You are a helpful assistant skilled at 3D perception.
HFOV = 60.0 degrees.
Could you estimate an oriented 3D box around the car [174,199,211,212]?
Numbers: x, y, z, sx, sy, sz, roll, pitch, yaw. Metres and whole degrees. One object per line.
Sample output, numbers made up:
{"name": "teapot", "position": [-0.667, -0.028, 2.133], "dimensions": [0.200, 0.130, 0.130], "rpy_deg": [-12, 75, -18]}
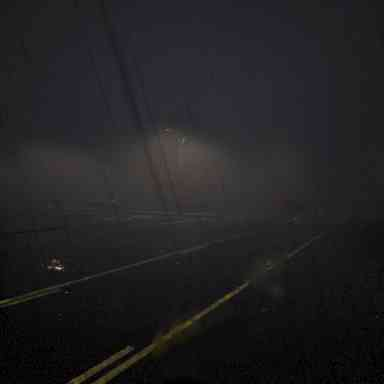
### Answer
{"name": "car", "position": [0.069, 1.649, 41.610], "dimensions": [4.902, 1.511, 2.128], "rpy_deg": [0, 0, 32]}

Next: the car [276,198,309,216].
{"name": "car", "position": [11.132, 1.770, 36.613], "dimensions": [1.837, 1.490, 4.892], "rpy_deg": [1, 0, 30]}

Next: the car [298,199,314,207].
{"name": "car", "position": [20.830, 1.979, 60.747], "dimensions": [1.812, 1.442, 4.674], "rpy_deg": [1, 0, 30]}

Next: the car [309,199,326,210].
{"name": "car", "position": [19.567, 1.910, 51.497], "dimensions": [2.128, 1.511, 4.902], "rpy_deg": [1, 0, 30]}

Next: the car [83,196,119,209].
{"name": "car", "position": [-12.547, 1.631, 45.018], "dimensions": [4.718, 1.301, 1.895], "rpy_deg": [1, 0, 29]}

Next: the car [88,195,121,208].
{"name": "car", "position": [-13.014, 1.393, 49.280], "dimensions": [4.553, 1.767, 2.097], "rpy_deg": [0, 0, 29]}

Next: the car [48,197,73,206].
{"name": "car", "position": [-21.305, 1.528, 53.939], "dimensions": [4.181, 1.385, 1.994], "rpy_deg": [0, 0, 30]}

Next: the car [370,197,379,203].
{"name": "car", "position": [45.502, 1.885, 82.945], "dimensions": [1.994, 1.385, 4.181], "rpy_deg": [1, 1, 29]}

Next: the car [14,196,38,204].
{"name": "car", "position": [-29.247, 1.385, 58.395], "dimensions": [4.902, 1.511, 2.128], "rpy_deg": [1, 0, 29]}

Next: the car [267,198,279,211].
{"name": "car", "position": [11.562, 1.652, 44.473], "dimensions": [2.097, 1.767, 4.553], "rpy_deg": [1, 0, 30]}
